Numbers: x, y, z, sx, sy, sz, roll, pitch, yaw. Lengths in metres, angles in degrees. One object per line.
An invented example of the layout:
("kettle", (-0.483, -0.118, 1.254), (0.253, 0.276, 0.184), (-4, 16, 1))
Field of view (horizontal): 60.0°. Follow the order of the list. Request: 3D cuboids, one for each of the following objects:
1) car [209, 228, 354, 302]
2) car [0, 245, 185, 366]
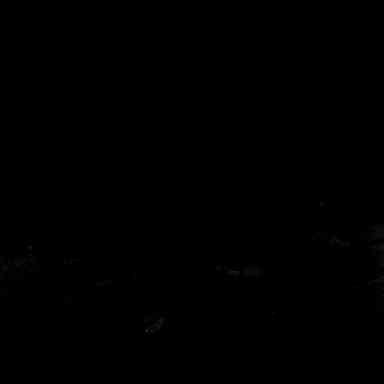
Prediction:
("car", (2.365, 1.582, 8.220), (4.206, 1.307, 1.802), (0, 0, -35))
("car", (-2.115, 1.566, 5.027), (4.313, 1.339, 1.947), (0, 0, -35))
